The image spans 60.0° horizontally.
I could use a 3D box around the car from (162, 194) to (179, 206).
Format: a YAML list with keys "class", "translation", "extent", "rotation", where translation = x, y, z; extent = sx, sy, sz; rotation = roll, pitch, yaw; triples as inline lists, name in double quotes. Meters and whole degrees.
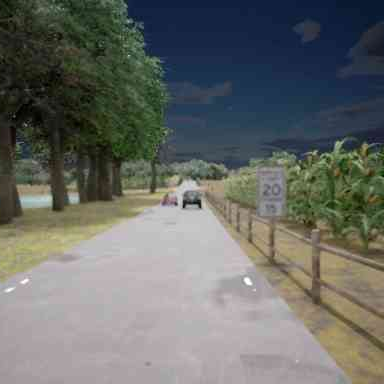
- class: "car"
  translation: [-2.744, 0.979, 42.277]
  extent: [1.812, 1.442, 4.674]
  rotation: [0, 1, 0]

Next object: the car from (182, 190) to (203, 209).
- class: "car"
  translation: [0.005, 0.777, 37.711]
  extent: [2.150, 2.045, 5.566]
  rotation: [0, 1, 0]

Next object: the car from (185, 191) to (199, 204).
- class: "car"
  translation: [0.011, 0.764, 48.579]
  extent: [1.882, 1.535, 5.008]
  rotation: [0, 2, 0]
